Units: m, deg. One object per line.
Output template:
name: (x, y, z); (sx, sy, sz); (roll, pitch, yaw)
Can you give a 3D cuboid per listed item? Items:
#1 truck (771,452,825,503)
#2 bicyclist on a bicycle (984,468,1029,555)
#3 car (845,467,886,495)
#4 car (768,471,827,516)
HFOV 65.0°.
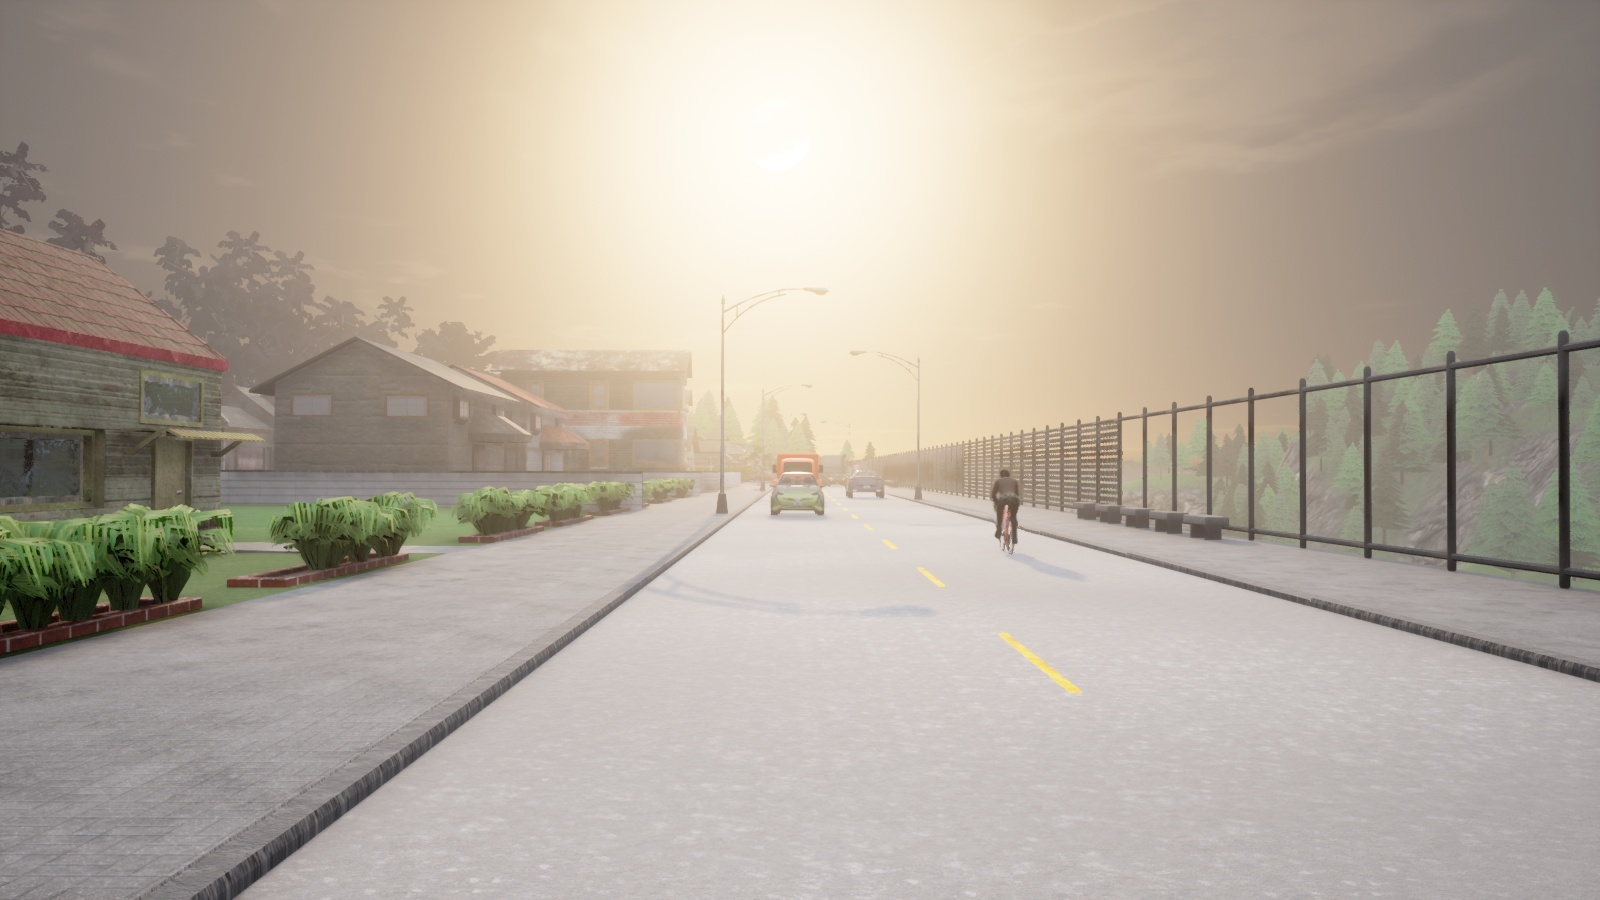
truck: (-0.109, 1.388, 63.256); (2.627, 2.467, 5.204); (0, -1, 0)
bicyclist on a bicycle: (3.966, 1.157, 24.190); (0.582, 1.620, 1.656); (0, -1, 0)
car: (3.869, 1.836, 75.119); (2.152, 1.651, 5.027); (0, -1, 0)
car: (-0.073, 1.517, 45.098); (2.007, 1.525, 4.514); (0, -1, 0)
